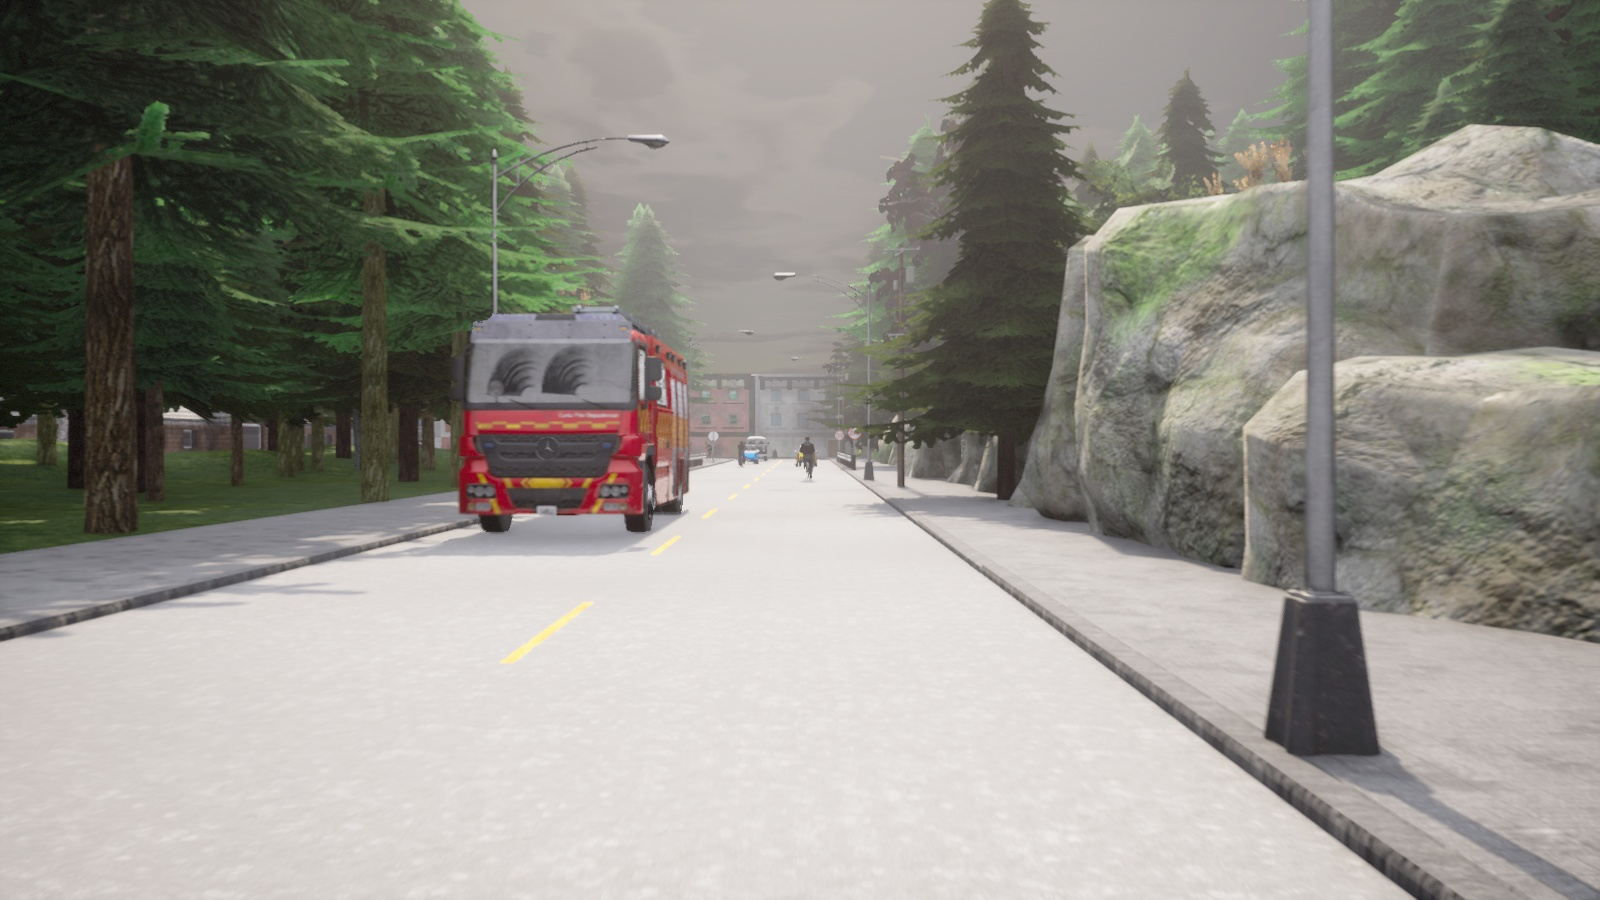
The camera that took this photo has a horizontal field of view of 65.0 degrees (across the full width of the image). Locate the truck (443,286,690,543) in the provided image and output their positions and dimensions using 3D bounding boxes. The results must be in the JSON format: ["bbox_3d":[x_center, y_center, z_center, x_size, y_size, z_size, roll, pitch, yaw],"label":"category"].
[{"bbox_3d":[-3.854,-0.551,22.992,2.891,3.827,8.468,0,0,0],"label":"truck"}]

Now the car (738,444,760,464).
[{"bbox_3d":[-3.594,0.301,88.291,1.481,1.376,2.207,0,0,0],"label":"car"}]

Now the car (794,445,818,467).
[{"bbox_3d":[0.393,0.355,79.317,1.481,1.376,2.207,0,1,0],"label":"car"}]
